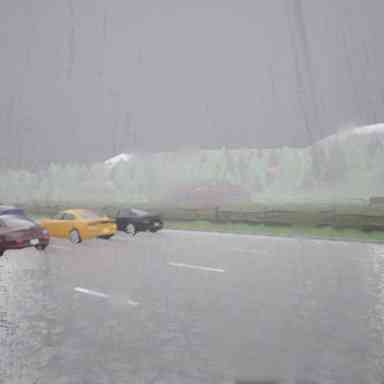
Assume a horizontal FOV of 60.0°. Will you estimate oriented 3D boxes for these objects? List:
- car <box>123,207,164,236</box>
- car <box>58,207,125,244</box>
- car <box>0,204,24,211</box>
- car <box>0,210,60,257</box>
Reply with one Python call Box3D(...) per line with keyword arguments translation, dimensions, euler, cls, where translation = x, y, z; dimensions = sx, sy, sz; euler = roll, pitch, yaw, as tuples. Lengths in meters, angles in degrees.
Box3D(translation=(-3.932, 1.632, 19.551), dimensions=(5.008, 1.535, 1.882), euler=(0, 0, 36), cls="car")
Box3D(translation=(-5.946, 1.632, 16.688), dimensions=(5.008, 1.535, 1.882), euler=(0, 0, 36), cls="car")
Box3D(translation=(-16.199, 1.793, 28.196), dimensions=(5.008, 1.535, 1.882), euler=(0, 0, 36), cls="car")
Box3D(translation=(-7.684, 1.676, 13.626), dimensions=(4.674, 1.442, 1.812), euler=(0, 0, 36), cls="car")
